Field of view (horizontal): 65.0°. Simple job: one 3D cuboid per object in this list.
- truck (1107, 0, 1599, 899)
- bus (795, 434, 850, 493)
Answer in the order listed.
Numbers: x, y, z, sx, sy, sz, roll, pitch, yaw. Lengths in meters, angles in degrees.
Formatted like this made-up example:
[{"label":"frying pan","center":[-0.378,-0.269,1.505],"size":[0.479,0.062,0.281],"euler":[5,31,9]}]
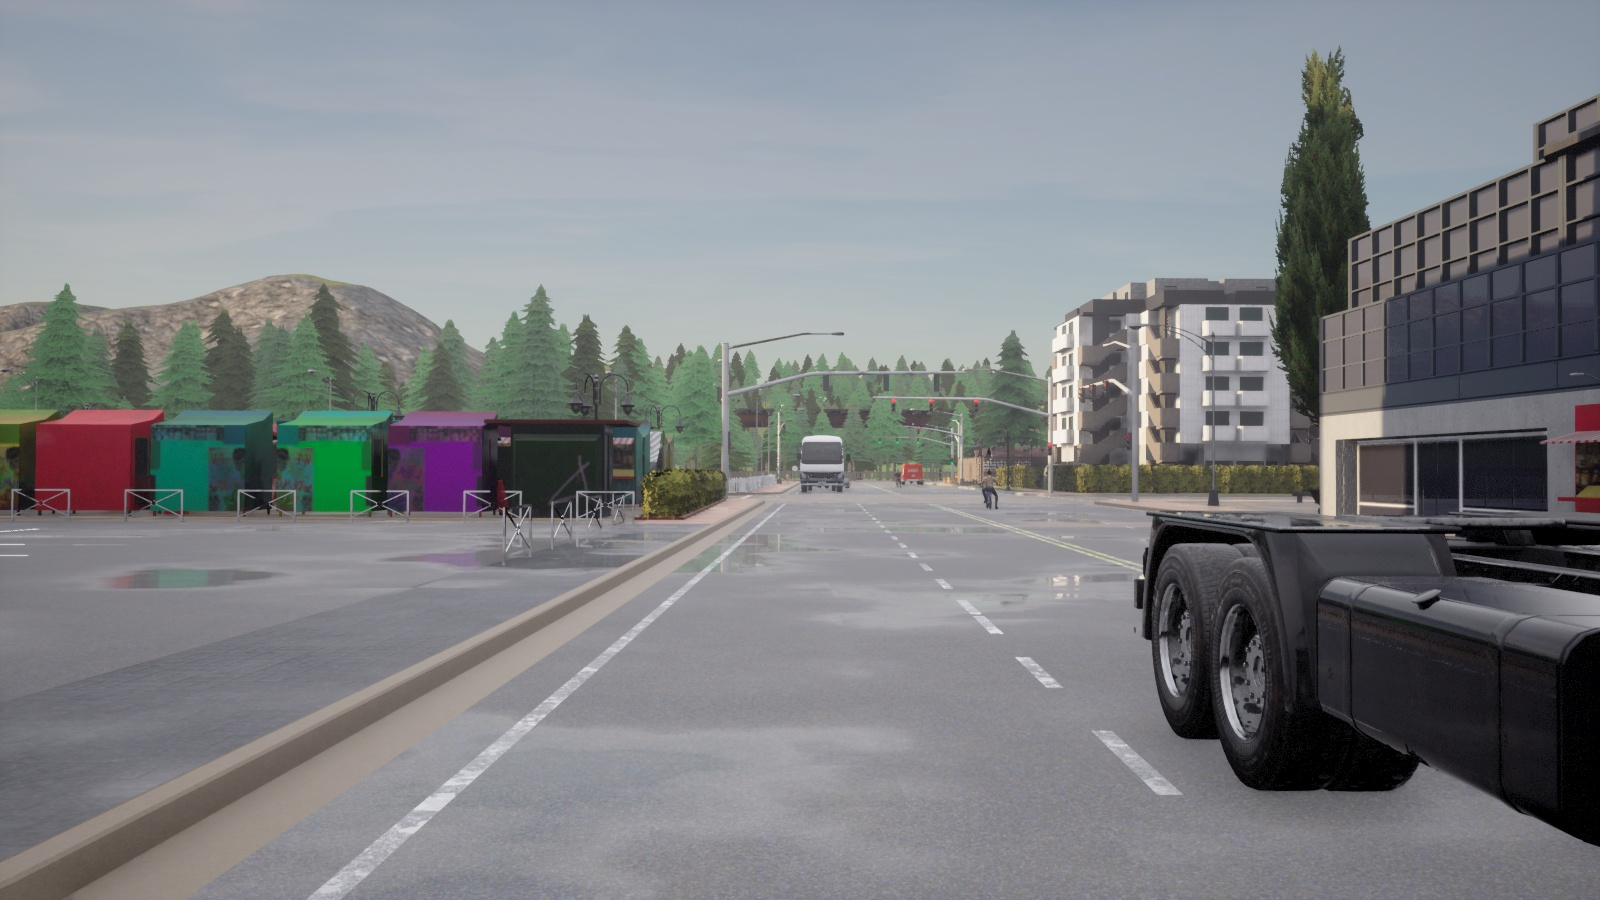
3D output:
[{"label":"truck","center":[3.537,-0.102,4.747],"size":[2.891,3.462,7.936],"euler":[0,-1,1]},{"label":"bus","center":[1.699,1.041,96.112],"size":[3.944,4.253,10.273],"euler":[0,-1,1]}]
